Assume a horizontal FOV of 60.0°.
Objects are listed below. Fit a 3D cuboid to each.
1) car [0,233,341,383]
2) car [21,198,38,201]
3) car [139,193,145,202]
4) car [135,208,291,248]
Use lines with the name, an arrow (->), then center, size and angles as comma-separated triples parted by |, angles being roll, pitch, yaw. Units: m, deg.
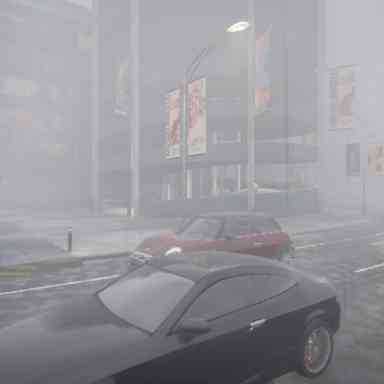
car -> -0.042, 1.526, 3.993 | 4.674, 1.442, 1.812 | 0, 0, -36
car -> -25.528, 1.463, 52.433 | 1.895, 1.301, 4.718 | 0, 0, -36
car -> -11.022, 1.029, 63.943 | 2.435, 2.045, 5.566 | 0, 0, -36
car -> 0.636, 1.352, 8.808 | 4.553, 1.767, 2.097 | 0, 0, -36
